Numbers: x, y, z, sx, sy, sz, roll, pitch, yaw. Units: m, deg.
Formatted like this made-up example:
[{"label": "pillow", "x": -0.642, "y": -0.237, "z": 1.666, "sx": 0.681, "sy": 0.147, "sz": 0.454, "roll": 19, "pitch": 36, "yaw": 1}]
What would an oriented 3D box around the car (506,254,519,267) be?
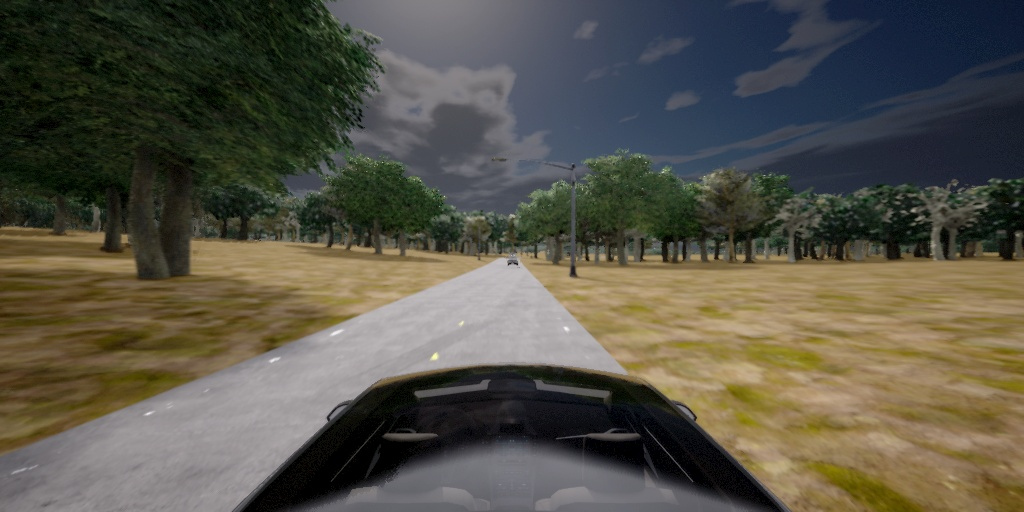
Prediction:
[{"label": "car", "x": 0.134, "y": 0.905, "z": 56.746, "sx": 1.837, "sy": 1.490, "sz": 4.892, "roll": 0, "pitch": 0, "yaw": 0}]
